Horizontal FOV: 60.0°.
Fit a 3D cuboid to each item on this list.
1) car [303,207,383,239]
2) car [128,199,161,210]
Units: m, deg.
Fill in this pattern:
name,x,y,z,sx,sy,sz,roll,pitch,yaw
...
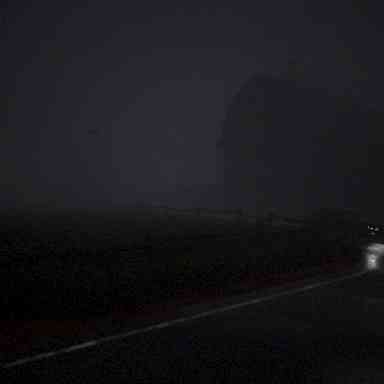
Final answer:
name,x,y,z,sx,sy,sz,roll,pitch,yaw
car,8.075,1.604,17.654,1.837,1.490,4.892,2,0,-24
car,-5.179,1.569,35.865,1.882,1.535,5.008,0,-1,-38
